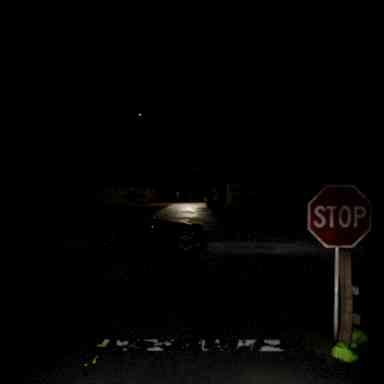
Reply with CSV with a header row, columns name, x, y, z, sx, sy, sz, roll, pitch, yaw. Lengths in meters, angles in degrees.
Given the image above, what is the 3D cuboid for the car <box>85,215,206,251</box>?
name,x,y,z,sx,sy,sz,roll,pitch,yaw
car,-1.769,1.626,13.696,4.718,1.301,1.895,0,0,0
